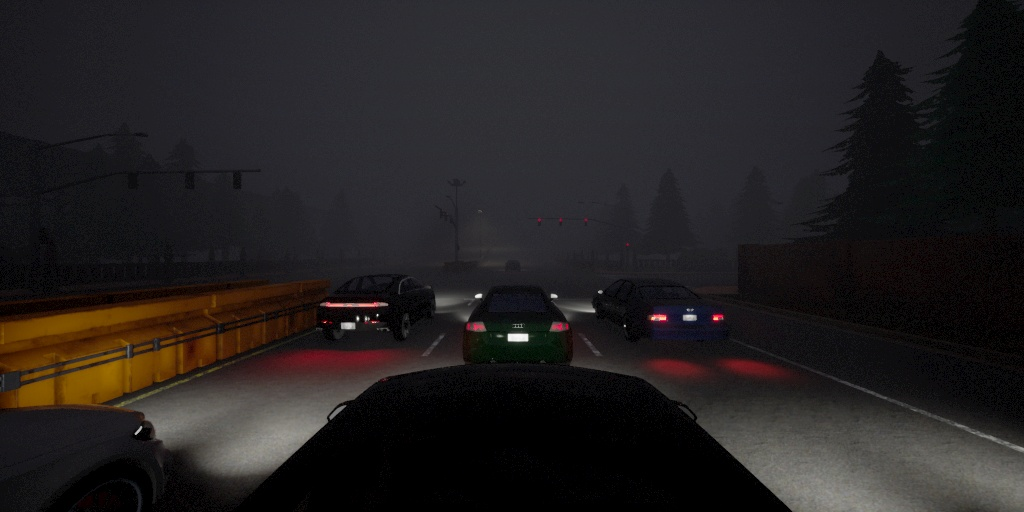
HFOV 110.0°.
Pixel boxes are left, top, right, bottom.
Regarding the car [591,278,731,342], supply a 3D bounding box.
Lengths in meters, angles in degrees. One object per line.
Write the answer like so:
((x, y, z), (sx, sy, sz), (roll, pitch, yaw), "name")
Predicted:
((3.601, 1.297, 9.774), (2.033, 1.411, 5.357), (0, 0, 0), "car")

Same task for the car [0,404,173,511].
((-3.403, 1.276, 0.632), (1.812, 1.442, 4.674), (0, 0, 0), "car")

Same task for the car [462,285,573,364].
((0.099, 1.314, 7.917), (1.994, 1.385, 4.181), (0, 0, 0), "car")

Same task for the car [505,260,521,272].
((0.103, 1.228, 46.008), (1.882, 1.535, 5.008), (0, 0, 0), "car")

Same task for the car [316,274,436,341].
((-3.399, 1.241, 9.869), (2.128, 1.511, 4.902), (0, 0, 0), "car")
